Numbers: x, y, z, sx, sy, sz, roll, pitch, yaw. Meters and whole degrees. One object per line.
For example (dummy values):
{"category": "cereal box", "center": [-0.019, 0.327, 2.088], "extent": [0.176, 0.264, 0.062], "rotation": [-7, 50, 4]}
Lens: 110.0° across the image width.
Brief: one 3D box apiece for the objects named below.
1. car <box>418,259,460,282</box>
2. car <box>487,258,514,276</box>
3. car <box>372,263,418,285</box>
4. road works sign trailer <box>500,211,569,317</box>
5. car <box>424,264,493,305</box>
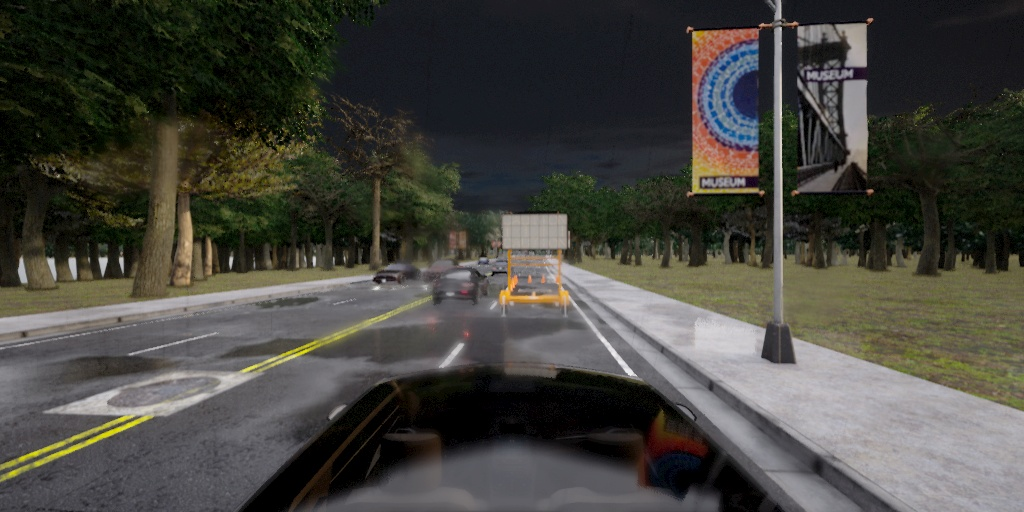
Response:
{"category": "car", "center": [-4.910, 1.037, 26.251], "extent": [2.097, 1.767, 4.553], "rotation": [0, 0, 4]}
{"category": "car", "center": [-0.858, 1.198, 34.949], "extent": [2.033, 1.411, 5.357], "rotation": [0, 0, 4]}
{"category": "car", "center": [-8.181, 1.233, 26.068], "extent": [2.033, 1.411, 5.357], "rotation": [0, 0, 4]}
{"category": "road works sign trailer", "center": [0.822, 0.189, 13.035], "extent": [2.380, 3.560, 2.880], "rotation": [0, 0, 4]}
{"category": "car", "center": [-2.142, 1.243, 15.695], "extent": [1.812, 1.442, 4.674], "rotation": [0, 0, 4]}
